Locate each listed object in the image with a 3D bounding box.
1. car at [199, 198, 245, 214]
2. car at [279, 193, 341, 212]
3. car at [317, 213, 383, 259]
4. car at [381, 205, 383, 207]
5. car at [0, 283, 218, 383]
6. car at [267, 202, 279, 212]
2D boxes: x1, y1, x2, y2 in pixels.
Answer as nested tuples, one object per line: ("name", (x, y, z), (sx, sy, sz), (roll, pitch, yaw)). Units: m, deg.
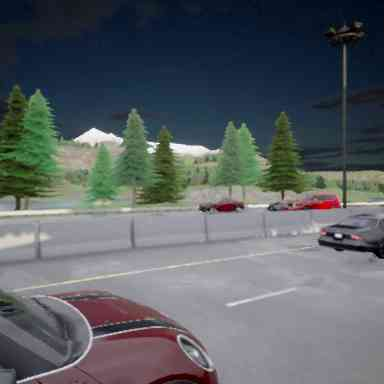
("car", (3.091, 1.392, 34.406), (5.008, 1.535, 1.882), (0, 0, -27))
("car", (11.147, 1.142, 30.671), (5.566, 2.045, 2.150), (0, 0, -25))
("car", (7.083, 1.511, 12.447), (5.357, 1.411, 2.033), (0, 0, -30))
("car", (19.472, 1.402, 30.574), (4.902, 1.511, 2.128), (0, 0, -23))
("car", (-1.951, 1.348, 2.296), (4.553, 1.767, 2.097), (0, 0, -36))
("car", (9.697, 1.474, 33.818), (4.181, 1.385, 1.994), (0, 0, -25))
